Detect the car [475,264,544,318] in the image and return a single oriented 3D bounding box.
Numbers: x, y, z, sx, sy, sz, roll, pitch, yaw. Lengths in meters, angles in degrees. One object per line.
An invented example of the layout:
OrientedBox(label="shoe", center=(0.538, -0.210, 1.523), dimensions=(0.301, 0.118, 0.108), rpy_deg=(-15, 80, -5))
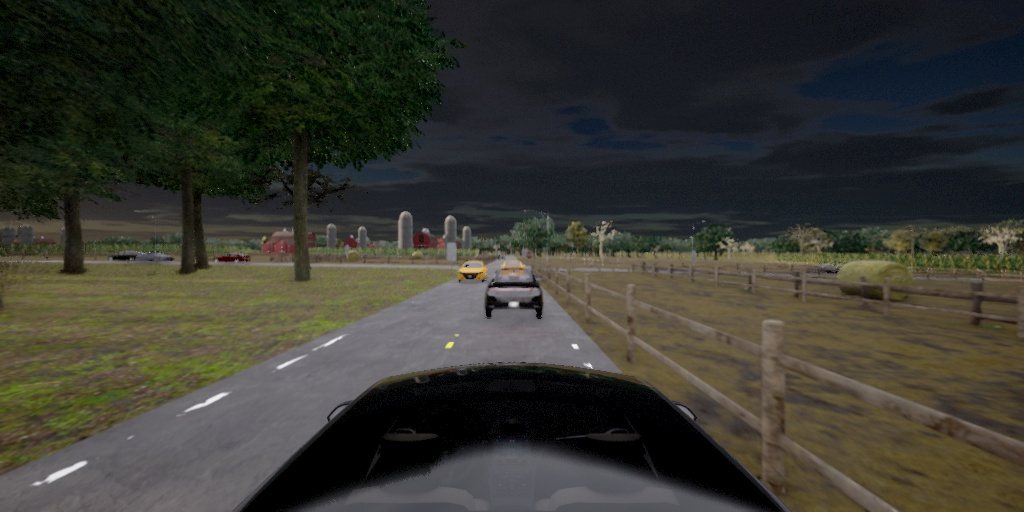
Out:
OrientedBox(label="car", center=(0.072, 1.189, 12.813), dimensions=(2.128, 1.511, 4.902), rpy_deg=(0, 0, 0))

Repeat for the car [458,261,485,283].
OrientedBox(label="car", center=(-2.852, 1.099, 26.919), dimensions=(1.882, 1.535, 5.008), rpy_deg=(0, 0, 0))

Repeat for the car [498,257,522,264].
OrientedBox(label="car", center=(0.071, 1.091, 28.412), dimensions=(1.882, 1.535, 5.008), rpy_deg=(0, 0, 0))
